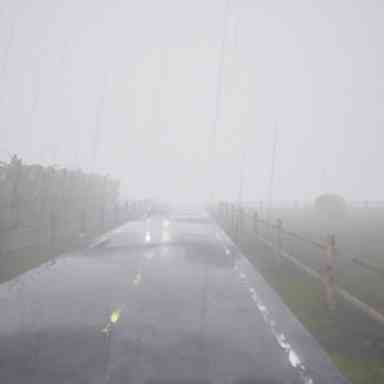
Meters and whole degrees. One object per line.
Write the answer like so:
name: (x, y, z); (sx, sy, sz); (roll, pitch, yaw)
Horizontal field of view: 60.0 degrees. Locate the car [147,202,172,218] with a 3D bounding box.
car: (-2.850, 1.592, 29.706); (1.895, 1.301, 4.718); (0, 0, 0)
